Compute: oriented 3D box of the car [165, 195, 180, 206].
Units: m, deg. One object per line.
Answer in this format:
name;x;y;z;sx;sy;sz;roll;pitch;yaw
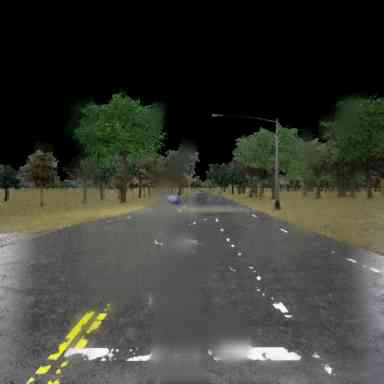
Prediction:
car;-2.742;1.124;47.472;1.882;1.535;5.008;0;1;2
